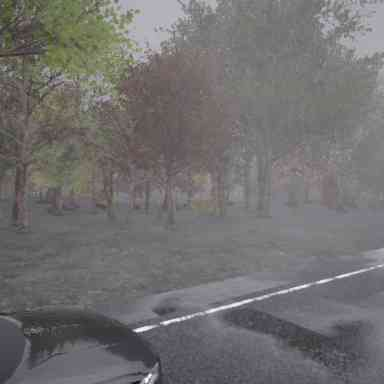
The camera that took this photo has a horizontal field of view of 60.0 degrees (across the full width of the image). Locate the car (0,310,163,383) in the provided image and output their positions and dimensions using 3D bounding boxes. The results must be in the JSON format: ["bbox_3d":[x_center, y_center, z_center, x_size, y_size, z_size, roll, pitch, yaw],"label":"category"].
[{"bbox_3d":[-2.461,1.490,1.990,4.902,1.511,2.128,0,0,-35],"label":"car"}]
